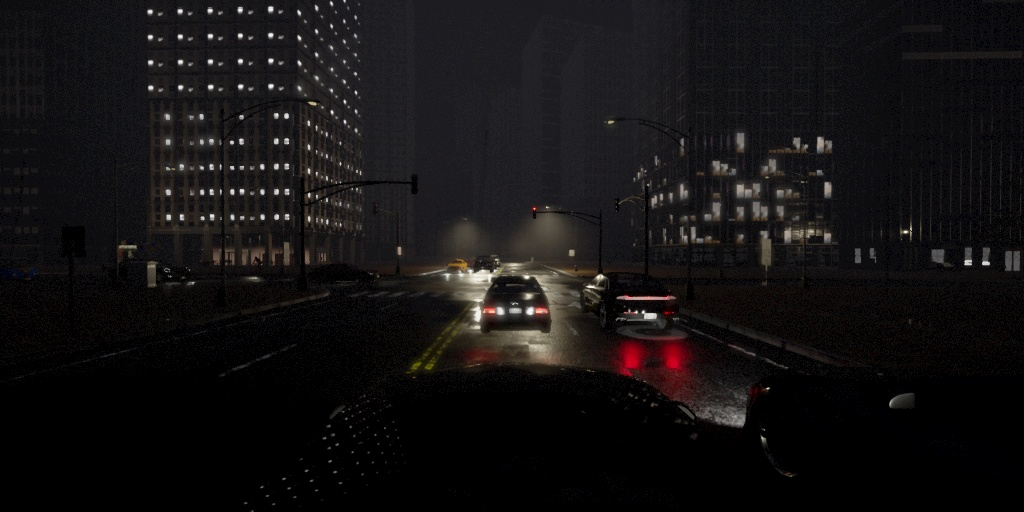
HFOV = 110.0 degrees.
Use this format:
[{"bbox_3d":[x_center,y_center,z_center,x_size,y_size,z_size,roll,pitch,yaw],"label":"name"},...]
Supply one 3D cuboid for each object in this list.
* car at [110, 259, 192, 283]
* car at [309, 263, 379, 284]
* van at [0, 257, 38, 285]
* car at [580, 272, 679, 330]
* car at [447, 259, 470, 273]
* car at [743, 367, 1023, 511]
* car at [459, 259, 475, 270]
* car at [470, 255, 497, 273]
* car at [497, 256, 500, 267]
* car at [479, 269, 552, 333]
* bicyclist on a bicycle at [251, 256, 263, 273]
[{"bbox_3d":[-26.042,0.986,26.003,4.553,1.767,2.097,0,0,1],"label":"car"},{"bbox_3d":[-12.154,1.221,26.066,4.674,1.442,1.812,0,1,-6],"label":"car"},{"bbox_3d":[-33.909,0.960,23.625,3.998,1.789,1.690,0,0,1],"label":"van"},{"bbox_3d":[3.356,1.238,11.085,2.128,1.511,4.902,0,0,0],"label":"car"},{"bbox_3d":[-6.548,1.193,43.206,1.882,1.535,5.008,0,0,0],"label":"car"},{"bbox_3d":[3.354,1.314,1.928,1.994,1.385,4.181,0,0,0],"label":"car"},{"bbox_3d":[-6.535,1.223,52.618,1.812,1.442,4.674,0,0,0],"label":"car"},{"bbox_3d":[-3.299,0.938,42.882,2.150,2.045,5.566,0,0,0],"label":"car"},{"bbox_3d":[-3.286,1.049,52.836,2.097,1.767,4.553,0,0,0],"label":"car"},{"bbox_3d":[0.109,1.294,10.672,2.033,1.411,5.357,0,0,1],"label":"car"},{"bbox_3d":[-24.665,0.868,34.704,0.582,1.620,1.656,0,1,1],"label":"bicyclist on a bicycle"}]
